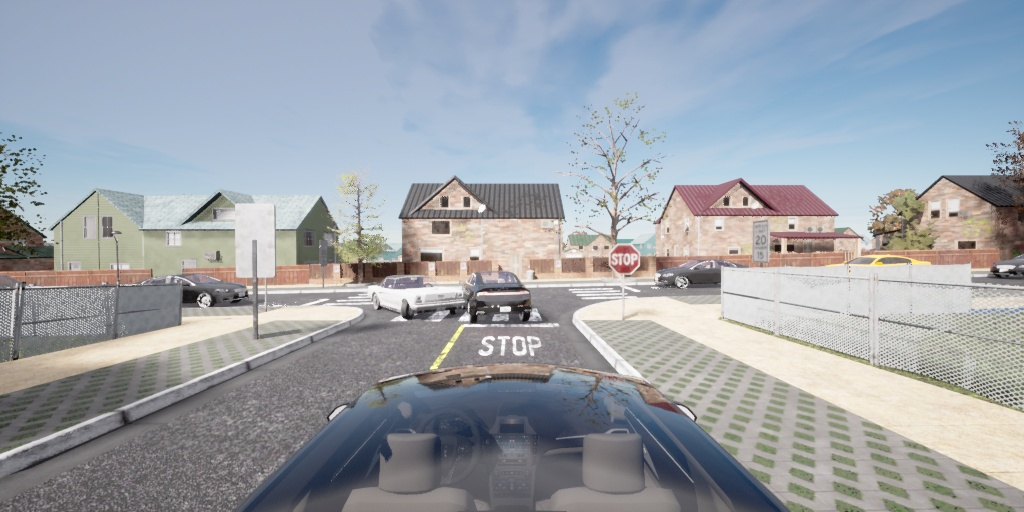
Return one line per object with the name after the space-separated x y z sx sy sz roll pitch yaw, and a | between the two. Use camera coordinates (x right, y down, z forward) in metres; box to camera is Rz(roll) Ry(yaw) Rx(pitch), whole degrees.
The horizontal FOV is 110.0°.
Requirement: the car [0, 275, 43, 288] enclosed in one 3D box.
-24.238 1.648 16.473 4.553 1.767 2.097 -1 1 0 | car

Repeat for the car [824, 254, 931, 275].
19.764 0.690 19.597 5.008 1.535 1.882 -1 1 -1 | car

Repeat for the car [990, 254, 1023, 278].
29.388 0.478 19.632 4.902 1.511 2.128 -1 1 0 | car

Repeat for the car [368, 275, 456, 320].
-3.600 1.368 13.015 1.895 1.301 4.718 0 0 -38 | car

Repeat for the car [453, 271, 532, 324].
-0.684 1.243 12.155 2.128 1.511 4.902 0 0 -12 | car

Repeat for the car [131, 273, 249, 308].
-14.900 1.566 16.512 4.902 1.511 2.128 -1 1 0 | car

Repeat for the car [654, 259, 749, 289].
10.333 0.926 19.562 4.902 1.511 2.128 -1 1 0 | car
